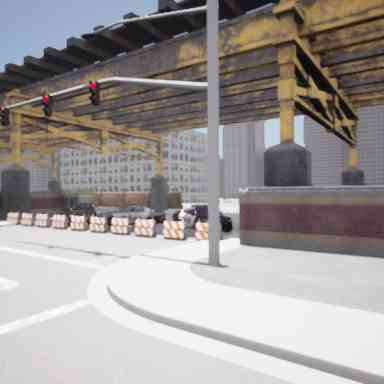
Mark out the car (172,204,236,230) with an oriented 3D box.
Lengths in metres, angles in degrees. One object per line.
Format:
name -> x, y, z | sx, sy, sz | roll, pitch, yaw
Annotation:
car -> 0.569, 1.376, 19.769 | 1.853, 1.218, 4.536 | 0, 0, -26

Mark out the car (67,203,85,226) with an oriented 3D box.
car -> -7.985, 1.607, 24.875 | 2.038, 1.542, 4.974 | 0, 0, -11

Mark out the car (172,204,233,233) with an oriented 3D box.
car -> 0.593, 1.533, 19.722 | 2.038, 1.542, 4.974 | 0, 0, -26

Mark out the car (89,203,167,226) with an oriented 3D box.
car -> -4.180, 1.415, 22.204 | 4.536, 1.218, 1.853 | 0, 0, -1

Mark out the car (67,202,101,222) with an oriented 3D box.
car -> -7.996, 1.449, 24.927 | 1.853, 1.218, 4.536 | 0, 0, -11

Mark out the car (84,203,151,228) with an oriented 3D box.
car -> -4.231, 1.573, 22.203 | 4.974, 1.542, 2.038 | 0, 0, -1
